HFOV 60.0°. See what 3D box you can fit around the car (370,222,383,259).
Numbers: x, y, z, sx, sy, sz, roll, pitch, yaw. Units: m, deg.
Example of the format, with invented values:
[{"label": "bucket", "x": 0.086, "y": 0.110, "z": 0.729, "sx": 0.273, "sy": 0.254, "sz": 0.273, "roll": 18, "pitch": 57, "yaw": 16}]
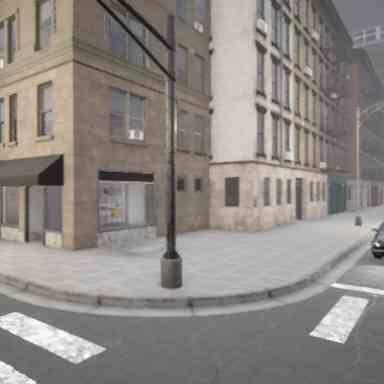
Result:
[{"label": "car", "x": 7.902, "y": 1.566, "z": 12.227, "sx": 2.033, "sy": 1.411, "sz": 5.357, "roll": 0, "pitch": 0, "yaw": 35}]
